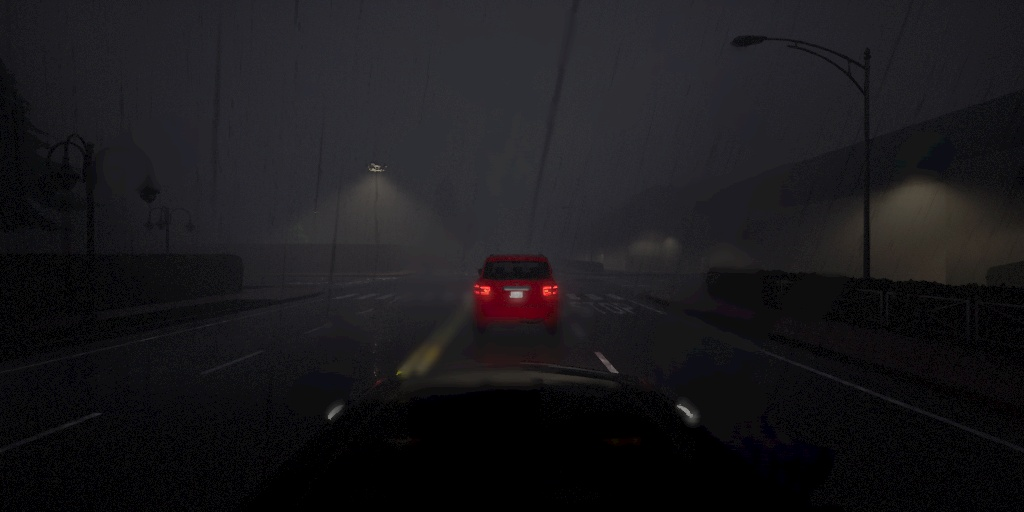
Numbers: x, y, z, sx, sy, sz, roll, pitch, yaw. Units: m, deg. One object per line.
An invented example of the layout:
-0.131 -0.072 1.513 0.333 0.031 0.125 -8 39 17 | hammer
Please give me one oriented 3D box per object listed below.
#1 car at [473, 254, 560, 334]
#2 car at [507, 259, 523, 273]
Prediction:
0.123 0.971 10.806 2.150 2.045 5.566 0 0 0 | car
0.362 1.226 45.629 1.882 1.535 5.008 0 0 1 | car
